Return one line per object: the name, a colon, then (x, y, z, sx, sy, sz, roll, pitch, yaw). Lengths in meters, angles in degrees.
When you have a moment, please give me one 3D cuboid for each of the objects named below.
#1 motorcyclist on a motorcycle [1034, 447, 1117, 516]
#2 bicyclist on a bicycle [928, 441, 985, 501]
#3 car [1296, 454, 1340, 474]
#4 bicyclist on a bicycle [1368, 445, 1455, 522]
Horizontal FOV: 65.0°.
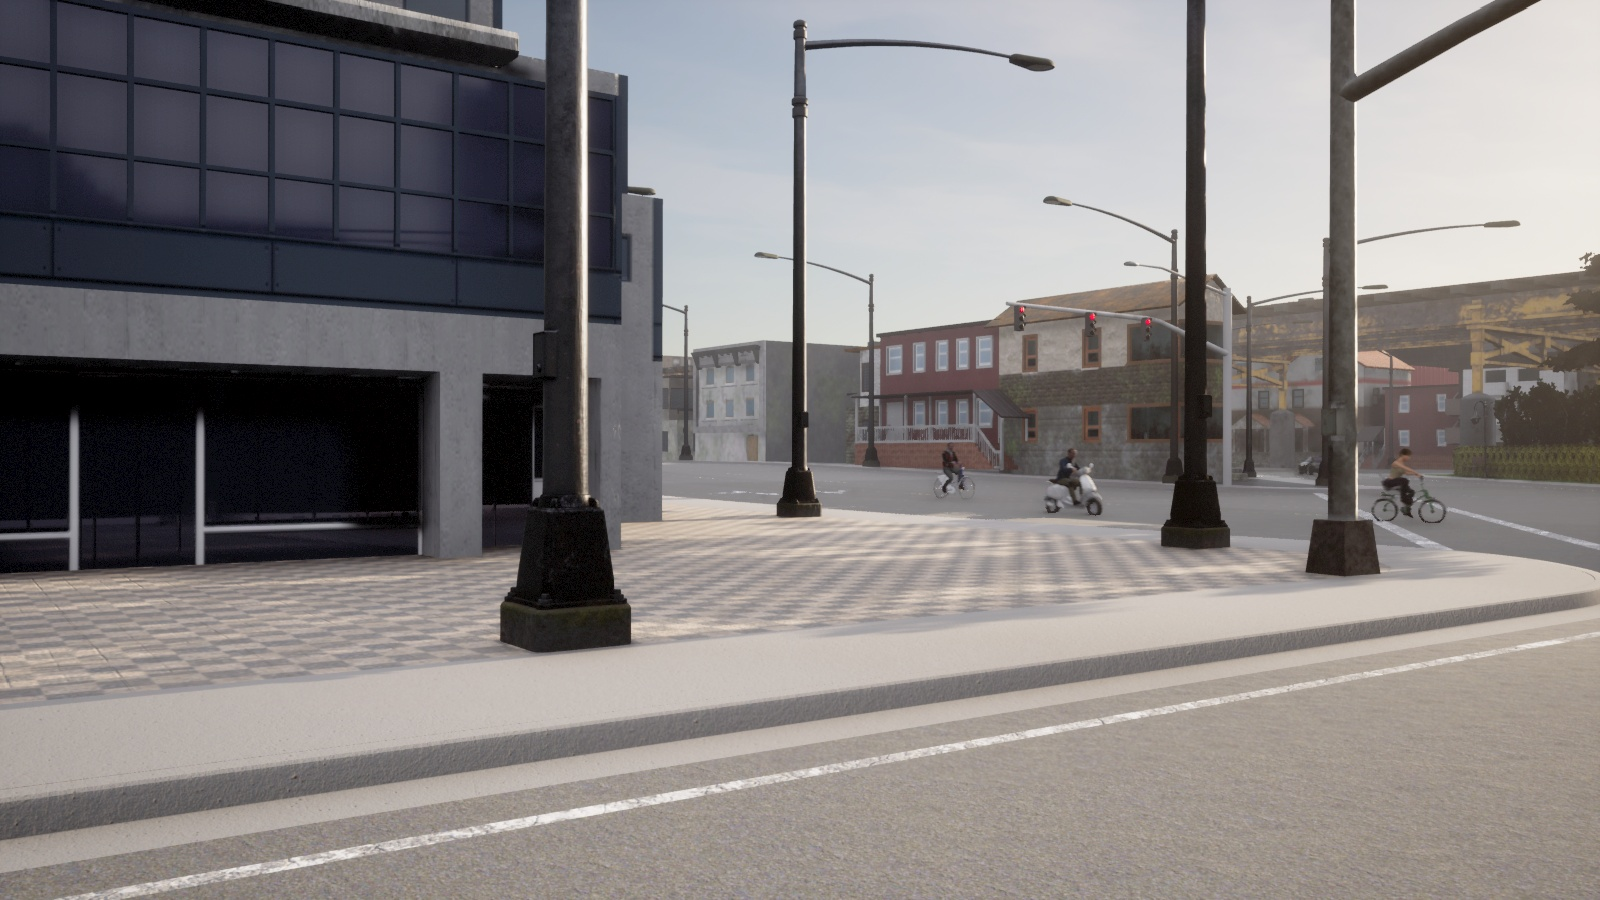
motorcyclist on a motorcycle: (6.500, 0.722, 29.684, 0.866, 1.590, 1.817, 0, 0, -35)
bicyclist on a bicycle: (4.750, 0.623, 38.227, 0.659, 1.776, 1.843, 0, 0, -35)
car: (36.809, 0.949, 89.371, 1.994, 1.385, 4.181, 0, 0, 10)
bicyclist on a bicycle: (13.134, 0.714, 26.966, 1.509, 1.612, 0.866, 0, -2, 40)
